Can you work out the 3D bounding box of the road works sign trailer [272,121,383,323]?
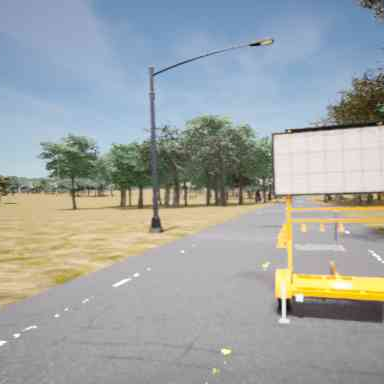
[{"bbox_3d":[2.929,0.449,6.820,2.380,3.560,2.880,-2,-1,18],"label":"road works sign trailer"}]
